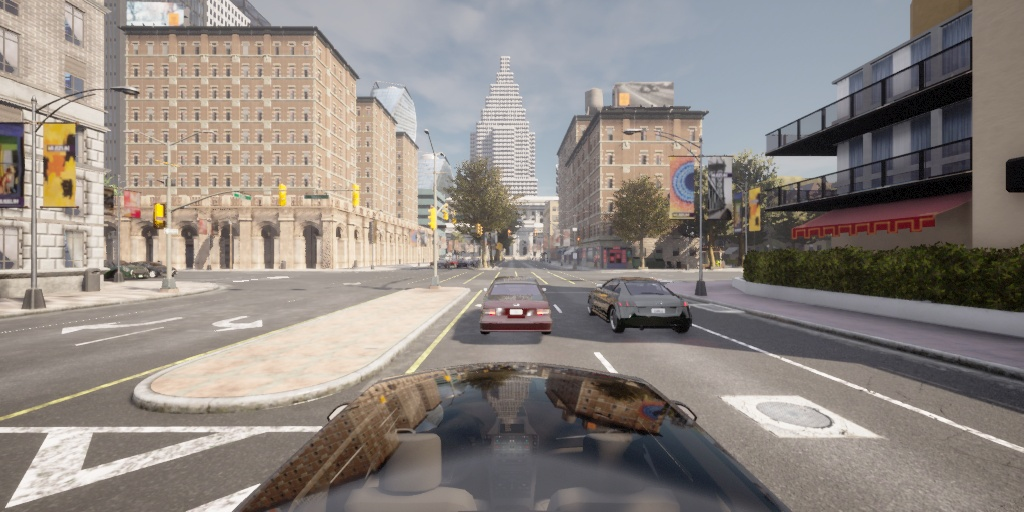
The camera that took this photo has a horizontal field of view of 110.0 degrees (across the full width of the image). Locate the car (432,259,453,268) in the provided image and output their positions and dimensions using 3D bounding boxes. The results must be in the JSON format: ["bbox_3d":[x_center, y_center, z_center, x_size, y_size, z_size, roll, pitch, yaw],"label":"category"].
[{"bbox_3d":[-11.634,1.276,60.276,1.812,1.442,4.674,0,0,0],"label":"car"}]

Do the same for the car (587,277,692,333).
[{"bbox_3d":[3.588,1.314,10.801,1.994,1.385,4.181,0,0,0],"label":"car"}]

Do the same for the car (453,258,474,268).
[{"bbox_3d":[-8.133,1.351,60.398,1.895,1.301,4.718,0,0,0],"label":"car"}]

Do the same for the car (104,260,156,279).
[{"bbox_3d":[-33.352,1.102,30.026,4.553,1.767,2.097,0,0,0],"label":"car"}]

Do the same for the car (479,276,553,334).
[{"bbox_3d":[0.091,1.297,10.541,2.033,1.411,5.357,0,0,0],"label":"car"}]

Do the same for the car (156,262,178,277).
[{"bbox_3d":[-34.195,1.255,33.522,4.892,1.490,1.837,0,0,0],"label":"car"}]
